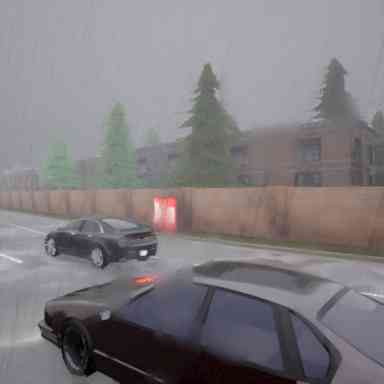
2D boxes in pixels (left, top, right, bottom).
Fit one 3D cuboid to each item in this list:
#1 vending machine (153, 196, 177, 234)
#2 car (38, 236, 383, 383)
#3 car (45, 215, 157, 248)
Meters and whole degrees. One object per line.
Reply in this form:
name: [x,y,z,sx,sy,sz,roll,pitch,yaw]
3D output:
vending machine: [-1.555,1.288,19.233,0.880,2.100,1.100,0,0,45]
car: [0.416,1.568,3.786,5.357,1.411,2.033,0,0,37]
car: [-3.250,1.557,11.429,4.892,1.490,1.837,0,0,41]
